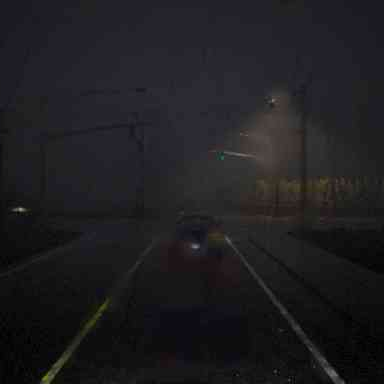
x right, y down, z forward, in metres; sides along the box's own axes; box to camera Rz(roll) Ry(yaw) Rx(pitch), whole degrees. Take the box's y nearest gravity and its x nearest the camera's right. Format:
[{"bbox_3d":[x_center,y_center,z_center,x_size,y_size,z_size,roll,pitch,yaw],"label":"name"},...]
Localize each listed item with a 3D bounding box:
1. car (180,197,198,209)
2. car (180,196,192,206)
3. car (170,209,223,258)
[{"bbox_3d":[-0.352,1.607,43.456,2.097,1.767,4.553,0,0,-3],"label":"car"},{"bbox_3d":[-1.239,1.706,63.318,2.097,1.767,4.553,0,0,-3],"label":"car"},{"bbox_3d":[0.233,1.592,13.037,1.812,1.442,4.674,0,0,3],"label":"car"}]
